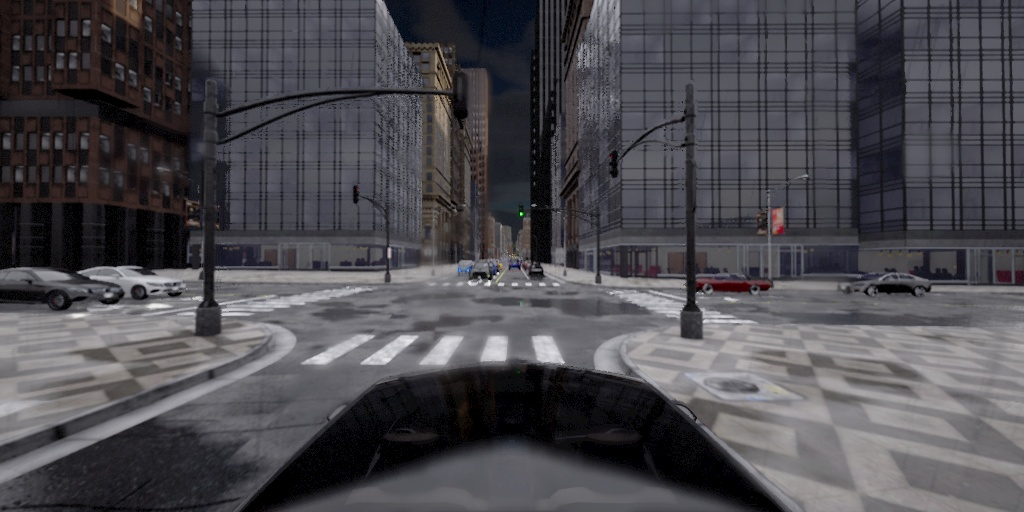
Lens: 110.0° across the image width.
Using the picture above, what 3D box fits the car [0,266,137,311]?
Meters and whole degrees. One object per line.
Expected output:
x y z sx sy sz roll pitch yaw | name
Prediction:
-17.216 1.156 13.185 4.674 1.442 1.812 1 -1 -1 | car

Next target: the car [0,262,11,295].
-26.884 1.028 16.497 5.008 1.535 1.882 1 -1 1 | car

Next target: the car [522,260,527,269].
3.008 1.829 60.648 1.802 1.307 4.207 0 0 0 | car

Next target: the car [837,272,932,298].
23.629 1.793 22.888 4.902 1.511 2.128 1 -1 0 | car

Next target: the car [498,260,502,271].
-2.804 1.696 53.135 1.837 1.490 4.892 0 0 1 | car

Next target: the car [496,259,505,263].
-2.707 1.743 62.984 1.882 1.535 5.008 0 0 1 | car

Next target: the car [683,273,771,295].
13.607 1.769 22.950 4.718 1.301 1.895 1 -1 0 | car

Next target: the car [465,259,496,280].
-2.919 1.392 34.551 2.097 1.767 4.553 0 0 0 | car

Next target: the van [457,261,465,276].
-5.632 1.457 43.757 1.690 1.789 3.998 0 0 0 | van

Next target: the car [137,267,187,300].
-17.740 1.192 16.442 4.674 1.442 1.812 1 -1 0 | car

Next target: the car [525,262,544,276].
2.894 1.681 43.700 1.948 1.339 4.313 0 0 0 | car

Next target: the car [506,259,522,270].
0.470 1.501 65.012 2.150 2.045 5.566 0 0 0 | car

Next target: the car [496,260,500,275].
-2.873 1.593 43.670 1.882 1.535 5.008 0 0 1 | car
